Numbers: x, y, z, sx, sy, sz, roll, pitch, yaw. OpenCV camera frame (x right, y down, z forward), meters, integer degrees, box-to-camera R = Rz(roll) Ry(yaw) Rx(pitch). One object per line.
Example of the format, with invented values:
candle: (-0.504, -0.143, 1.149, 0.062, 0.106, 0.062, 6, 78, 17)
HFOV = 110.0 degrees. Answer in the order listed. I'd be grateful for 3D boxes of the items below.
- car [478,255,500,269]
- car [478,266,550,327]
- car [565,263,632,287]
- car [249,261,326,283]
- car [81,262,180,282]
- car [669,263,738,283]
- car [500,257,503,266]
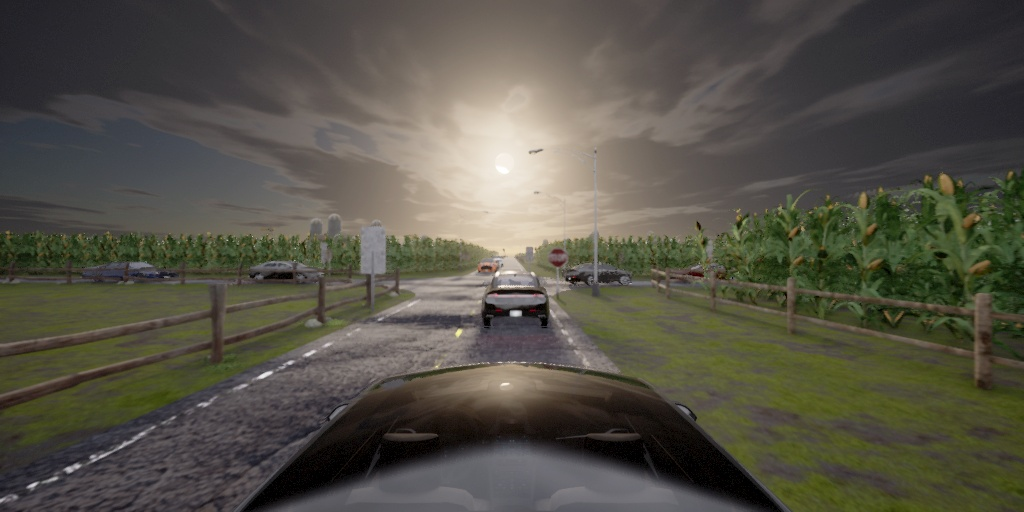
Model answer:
car: (-2.840, 1.027, 42.296, 2.097, 1.767, 4.553, 0, 0, 0)
car: (0.099, 1.227, 11.422, 2.128, 1.511, 4.902, 0, 0, 0)
car: (5.919, 1.243, 24.340, 4.892, 1.490, 1.837, 1, -4, -26)
car: (-15.703, 1.103, 25.163, 4.902, 1.511, 2.128, 0, 0, 2)
car: (-26.847, 1.098, 25.310, 5.357, 1.411, 2.033, 0, 0, 0)
car: (14.754, 1.305, 27.853, 5.008, 1.535, 1.882, 0, 0, 1)
car: (-2.820, 1.198, 53.067, 2.033, 1.411, 5.357, 0, 0, 1)
